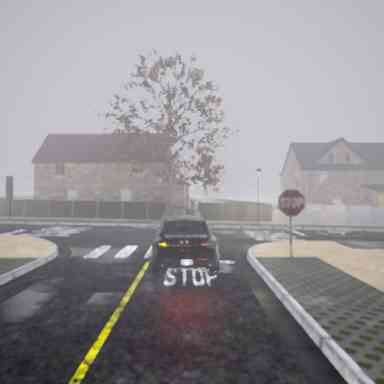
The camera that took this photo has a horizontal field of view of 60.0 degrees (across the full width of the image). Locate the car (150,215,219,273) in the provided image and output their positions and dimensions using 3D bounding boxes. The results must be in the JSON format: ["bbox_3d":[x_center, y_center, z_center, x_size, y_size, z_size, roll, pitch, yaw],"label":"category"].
[{"bbox_3d":[-0.281,1.496,10.667,1.837,1.490,4.892,0,0,-4],"label":"car"}]
